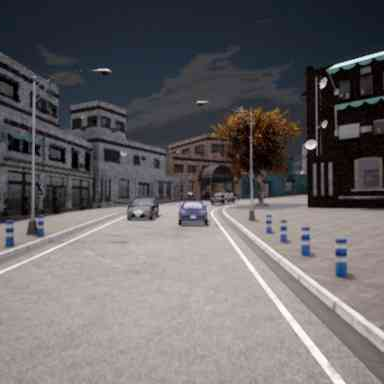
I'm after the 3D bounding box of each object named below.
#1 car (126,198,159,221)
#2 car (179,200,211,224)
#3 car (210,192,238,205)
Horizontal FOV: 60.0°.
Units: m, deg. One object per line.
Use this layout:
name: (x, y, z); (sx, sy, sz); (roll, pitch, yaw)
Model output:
car: (-3.543, 1.217, 24.548); (2.128, 1.511, 4.902); (0, 1, 1)
car: (0.074, 1.290, 22.192); (1.812, 1.442, 4.674); (0, 1, 0)
car: (4.095, 0.796, 41.590); (2.128, 1.511, 4.902); (-1, 1, 34)
